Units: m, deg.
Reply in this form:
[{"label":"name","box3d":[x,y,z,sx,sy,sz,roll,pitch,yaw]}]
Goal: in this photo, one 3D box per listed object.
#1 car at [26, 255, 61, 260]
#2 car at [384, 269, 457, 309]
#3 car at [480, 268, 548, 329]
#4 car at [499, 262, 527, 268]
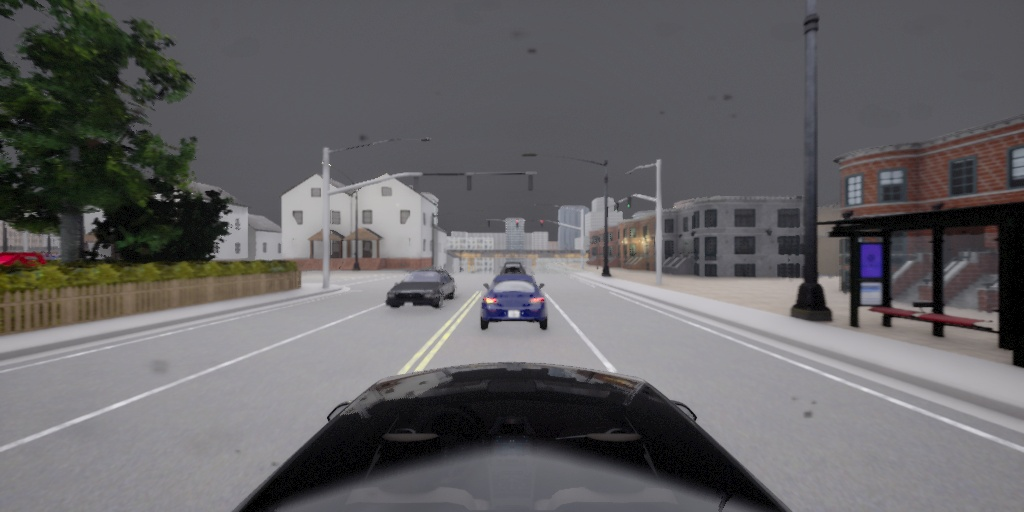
[{"label":"car","box3d":[-44.503,0.918,34.009,5.566,2.045,2.150,0,0,0]},{"label":"car","box3d":[-3.533,1.276,15.001,2.033,1.411,5.357,0,0,1]},{"label":"car","box3d":[0.065,1.261,11.074,1.812,1.442,4.674,0,0,0]},{"label":"car","box3d":[0.087,1.213,27.997,1.837,1.490,4.892,0,1,0]}]
